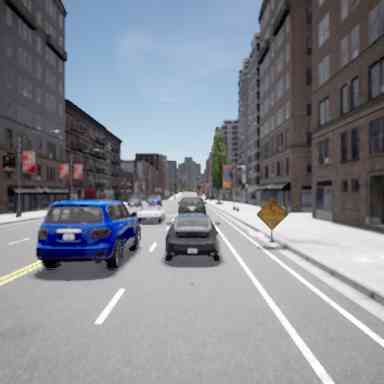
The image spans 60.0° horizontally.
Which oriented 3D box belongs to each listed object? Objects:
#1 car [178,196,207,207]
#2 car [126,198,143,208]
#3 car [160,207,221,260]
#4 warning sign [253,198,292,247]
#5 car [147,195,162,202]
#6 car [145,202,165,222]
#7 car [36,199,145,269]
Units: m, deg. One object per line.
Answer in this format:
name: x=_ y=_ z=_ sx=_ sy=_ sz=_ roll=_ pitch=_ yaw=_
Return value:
car: x=0.023 y=1.354 z=26.471 sx=2.150 sy=2.045 sz=5.566 roll=0 pitch=0 yaw=0
car: x=-9.820 y=1.875 z=57.013 sx=2.128 sy=1.511 sz=4.902 roll=0 pitch=-1 yaw=0
car: x=0.041 y=1.566 z=12.664 sx=1.837 sy=1.490 sz=4.892 roll=0 pitch=0 yaw=1
warning sign: x=3.227 y=1.179 z=13.402 sx=1.300 sy=1.860 sz=1.060 roll=0 pitch=0 yaw=0
car: x=-6.556 y=1.615 z=58.230 sx=2.150 sy=2.045 sz=5.566 roll=0 pitch=0 yaw=1
car: x=-3.220 y=1.736 z=27.043 sx=1.895 sy=1.301 sz=4.718 roll=0 pitch=0 yaw=1
car: x=-3.224 y=1.277 z=11.443 sx=2.150 sy=2.045 sz=5.566 roll=0 pitch=0 yaw=1
